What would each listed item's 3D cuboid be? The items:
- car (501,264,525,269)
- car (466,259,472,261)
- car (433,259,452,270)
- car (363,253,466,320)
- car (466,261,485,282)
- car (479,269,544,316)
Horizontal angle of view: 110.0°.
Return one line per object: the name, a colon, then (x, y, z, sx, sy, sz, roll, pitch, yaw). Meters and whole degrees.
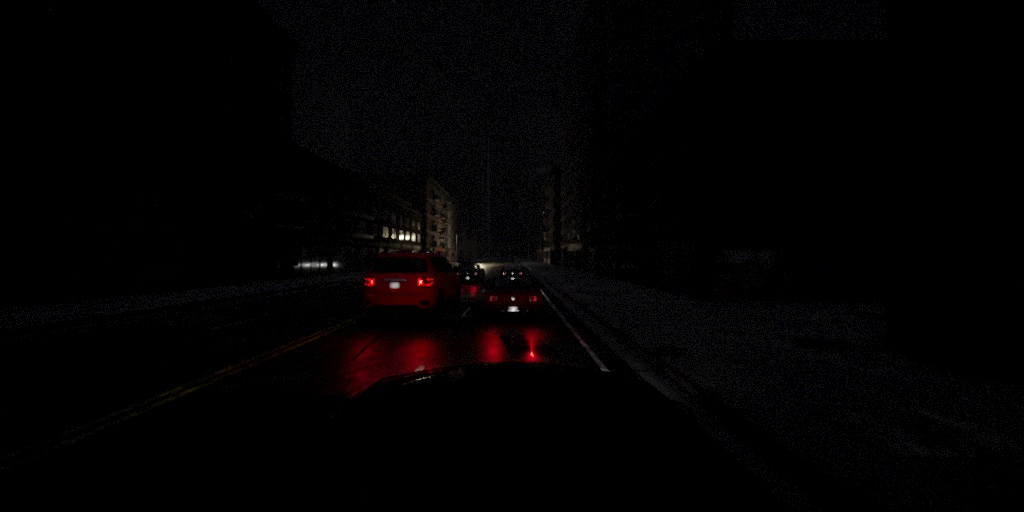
car: (0.052, 1.300, 28.171, 1.895, 1.301, 4.718, 0, 0, 0)
car: (-6.597, 1.179, 51.416, 1.837, 1.490, 4.892, 0, 0, 0)
car: (-9.845, 1.201, 51.306, 1.812, 1.442, 4.674, 0, 0, 0)
car: (-3.200, 0.942, 12.588, 2.150, 2.045, 5.566, 0, -1, 1)
car: (-3.199, 1.299, 28.150, 1.895, 1.301, 4.718, 0, 0, 0)
car: (0.057, 1.328, 13.178, 1.895, 1.301, 4.718, 0, 0, 0)
